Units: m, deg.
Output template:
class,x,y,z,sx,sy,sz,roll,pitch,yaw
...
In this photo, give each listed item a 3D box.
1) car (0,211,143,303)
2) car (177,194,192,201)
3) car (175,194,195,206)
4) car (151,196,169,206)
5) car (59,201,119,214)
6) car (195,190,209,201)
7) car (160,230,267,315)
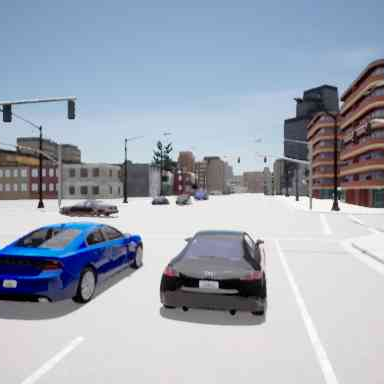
class,x,y,z,sx,sy,sz,roll,pitch,yaw
car,-2.747,1.469,8.311,1.882,1.535,5.008,0,0,11
car,-1.498,1.072,67.054,1.895,1.301,4.718,0,1,11
car,-1.260,1.270,50.253,1.837,1.490,4.892,0,1,11
car,-4.797,1.338,50.398,1.994,1.385,4.181,0,1,11
car,-9.194,1.483,29.595,5.357,1.411,2.033,0,0,20
car,1.965,0.690,66.547,2.150,2.045,5.566,0,1,11
car,0.690,1.556,7.665,1.994,1.385,4.181,0,0,12
